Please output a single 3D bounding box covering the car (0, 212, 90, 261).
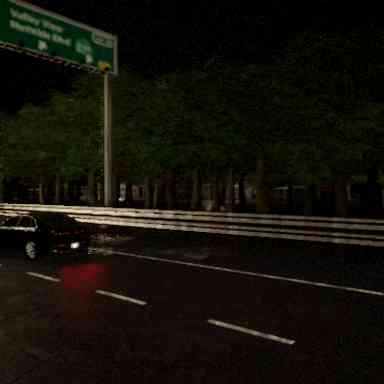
[{"bbox_3d":[-5.813,1.506,12.315,4.892,1.490,1.837,0,0,35],"label":"car"}]
